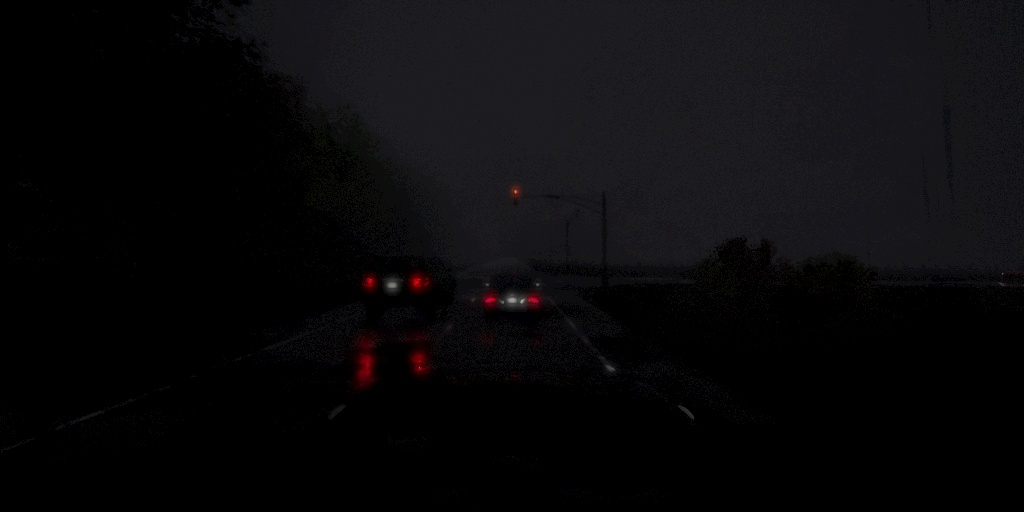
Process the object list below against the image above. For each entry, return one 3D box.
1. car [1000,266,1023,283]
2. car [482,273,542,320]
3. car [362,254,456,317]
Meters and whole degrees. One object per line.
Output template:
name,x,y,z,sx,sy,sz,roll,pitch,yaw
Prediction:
car,49.045,1.662,33.561,4.553,1.767,2.097,1,-1,1
car,0.014,1.290,12.524,2.033,1.411,5.357,0,0,0
car,-3.481,0.961,13.163,2.150,2.045,5.566,0,0,0
